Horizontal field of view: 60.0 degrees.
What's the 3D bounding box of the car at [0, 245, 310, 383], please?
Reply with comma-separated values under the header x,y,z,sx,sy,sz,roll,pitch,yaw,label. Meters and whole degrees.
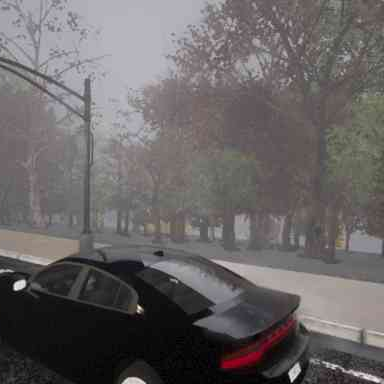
x,y,z,sx,sy,sz,roll,pitch,yaw,label
-1.057,1.477,4.496,5.008,1.535,1.882,0,0,36,car
